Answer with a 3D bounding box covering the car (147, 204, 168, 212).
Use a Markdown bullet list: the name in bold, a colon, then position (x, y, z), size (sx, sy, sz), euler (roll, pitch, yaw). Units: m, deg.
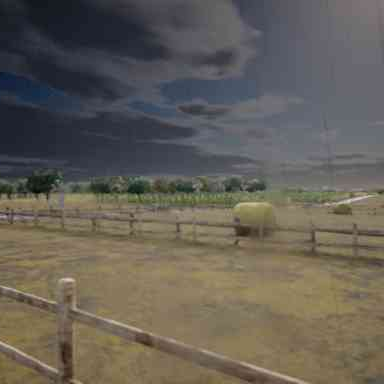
- **car**: position (-6.617, 3.022, 64.416), size (2.128, 1.511, 4.902), euler (0, -1, 35)
